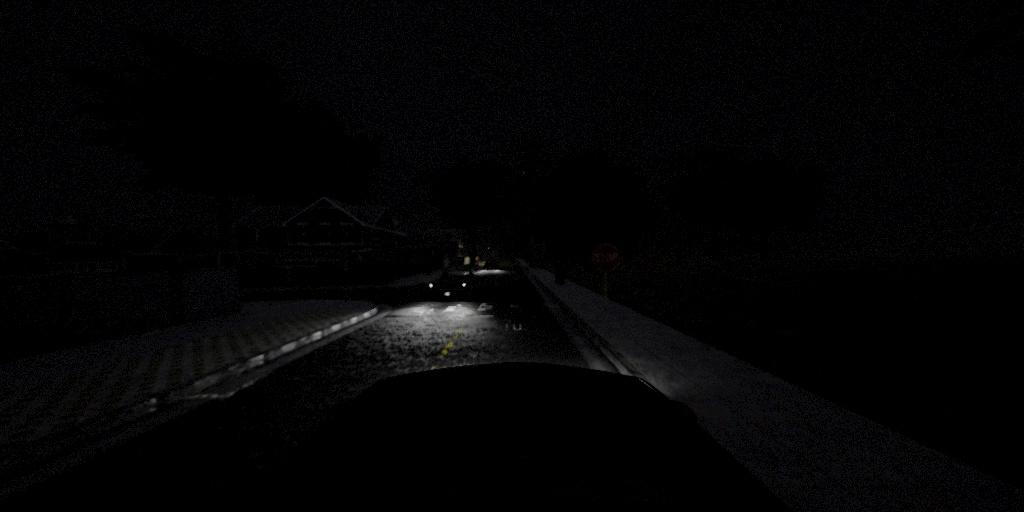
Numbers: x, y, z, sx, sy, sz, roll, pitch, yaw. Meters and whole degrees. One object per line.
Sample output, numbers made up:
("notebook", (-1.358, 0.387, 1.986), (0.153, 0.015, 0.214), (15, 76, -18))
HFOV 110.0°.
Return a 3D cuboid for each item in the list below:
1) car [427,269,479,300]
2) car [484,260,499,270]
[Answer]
("car", (-2.773, 1.324, 17.594), (1.895, 1.301, 4.718), (-1, 0, 0))
("car", (-2.758, 1.153, 48.220), (1.895, 1.301, 4.718), (0, 0, 0))
